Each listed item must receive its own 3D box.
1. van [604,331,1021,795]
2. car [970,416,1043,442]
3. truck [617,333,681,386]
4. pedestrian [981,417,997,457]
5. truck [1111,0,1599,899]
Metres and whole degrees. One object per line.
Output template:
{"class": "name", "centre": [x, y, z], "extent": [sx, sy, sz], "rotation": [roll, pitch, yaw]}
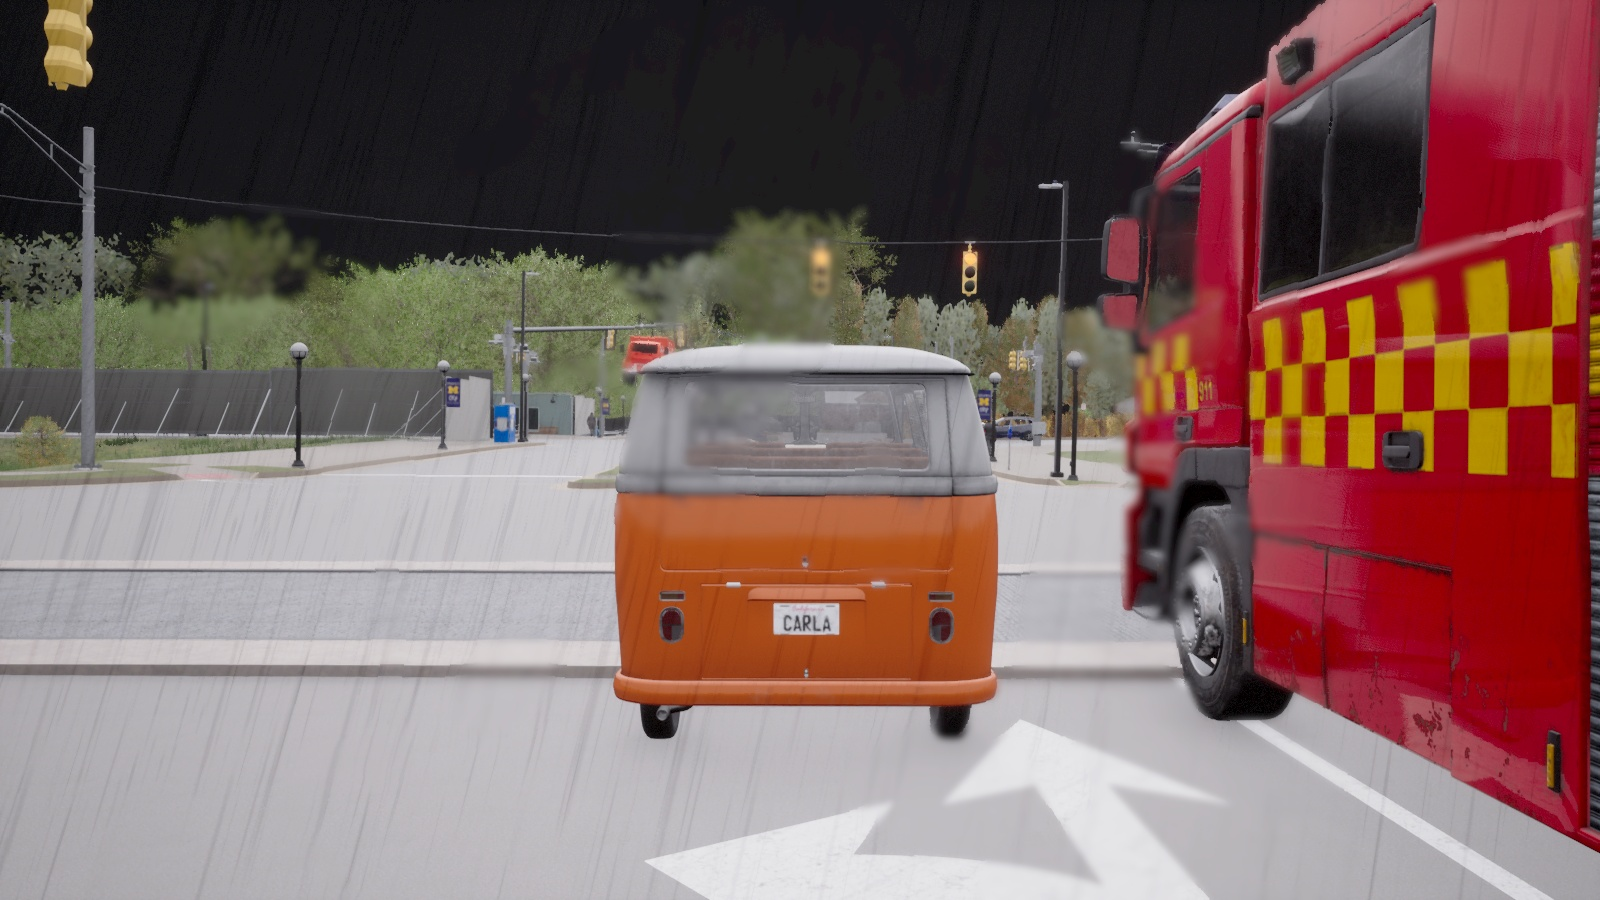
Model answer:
{"class": "van", "centre": [0.053, 0.406, 7.595], "extent": [1.775, 1.987, 4.442], "rotation": [0, 2, 0]}
{"class": "car", "centre": [14.021, -1.465, 85.496], "extent": [4.611, 1.667, 2.242], "rotation": [-1, 2, 0]}
{"class": "truck", "centre": [-8.160, -4.881, 68.417], "extent": [2.627, 2.467, 5.204], "rotation": [3, 1, 1]}
{"class": "pedestrian", "centre": [9.063, -0.629, 60.220], "extent": [0.563, 1.883, 0.849], "rotation": [1, 2, -3]}
{"class": "truck", "centre": [3.565, -0.440, 4.371], "extent": [2.891, 3.827, 8.468], "rotation": [0, 0, 0]}
